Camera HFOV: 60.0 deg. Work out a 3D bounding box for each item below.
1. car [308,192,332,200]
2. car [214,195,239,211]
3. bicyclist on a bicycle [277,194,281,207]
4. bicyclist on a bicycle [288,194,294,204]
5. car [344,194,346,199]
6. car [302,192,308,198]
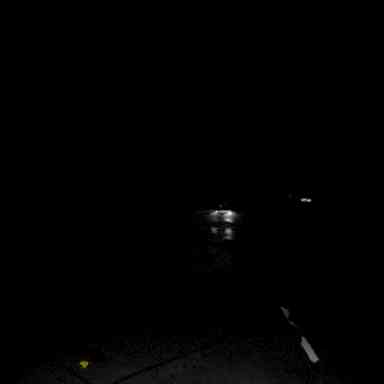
[{"bbox_3d":[25.824,0.875,66.973,1.882,1.535,5.008,4,3,43],"label":"car"},{"bbox_3d":[3.782,1.143,35.964,1.837,1.490,4.892,2,1,21],"label":"car"},{"bbox_3d":[11.502,1.131,44.085,0.582,1.620,1.656,2,1,26],"label":"bicyclist on a bicycle"},{"bbox_3d":[14.986,1.055,50.554,0.866,1.612,1.509,3,1,30],"label":"bicyclist on a bicycle"},{"bbox_3d":[32.867,0.723,74.465,4.892,1.490,1.837,0,4,-43],"label":"car"},{"bbox_3d":[24.924,0.692,70.476,1.994,1.385,4.181,4,3,40],"label":"car"}]
